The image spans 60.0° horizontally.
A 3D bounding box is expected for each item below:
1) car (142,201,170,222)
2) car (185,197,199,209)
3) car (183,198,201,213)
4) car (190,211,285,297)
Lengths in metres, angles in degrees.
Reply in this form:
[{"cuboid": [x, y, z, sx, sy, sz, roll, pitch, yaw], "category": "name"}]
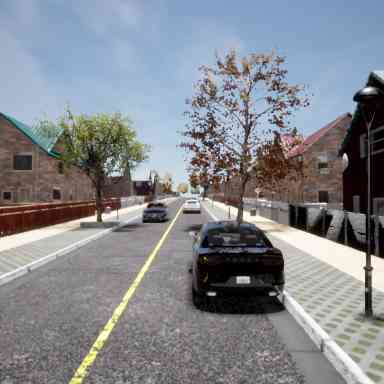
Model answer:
[{"cuboid": [-2.797, 1.536, 26.397, 1.837, 1.490, 4.892, 0, 0, 0], "category": "car"}, {"cuboid": [-0.033, 1.540, 47.185, 1.882, 1.535, 5.008, 0, 0, 0], "category": "car"}, {"cuboid": [0.007, 1.573, 36.944, 1.812, 1.442, 4.674, 0, 0, 0], "category": "car"}, {"cuboid": [0.948, 1.487, 8.664, 1.882, 1.535, 5.008, 0, 0, 0], "category": "car"}]
